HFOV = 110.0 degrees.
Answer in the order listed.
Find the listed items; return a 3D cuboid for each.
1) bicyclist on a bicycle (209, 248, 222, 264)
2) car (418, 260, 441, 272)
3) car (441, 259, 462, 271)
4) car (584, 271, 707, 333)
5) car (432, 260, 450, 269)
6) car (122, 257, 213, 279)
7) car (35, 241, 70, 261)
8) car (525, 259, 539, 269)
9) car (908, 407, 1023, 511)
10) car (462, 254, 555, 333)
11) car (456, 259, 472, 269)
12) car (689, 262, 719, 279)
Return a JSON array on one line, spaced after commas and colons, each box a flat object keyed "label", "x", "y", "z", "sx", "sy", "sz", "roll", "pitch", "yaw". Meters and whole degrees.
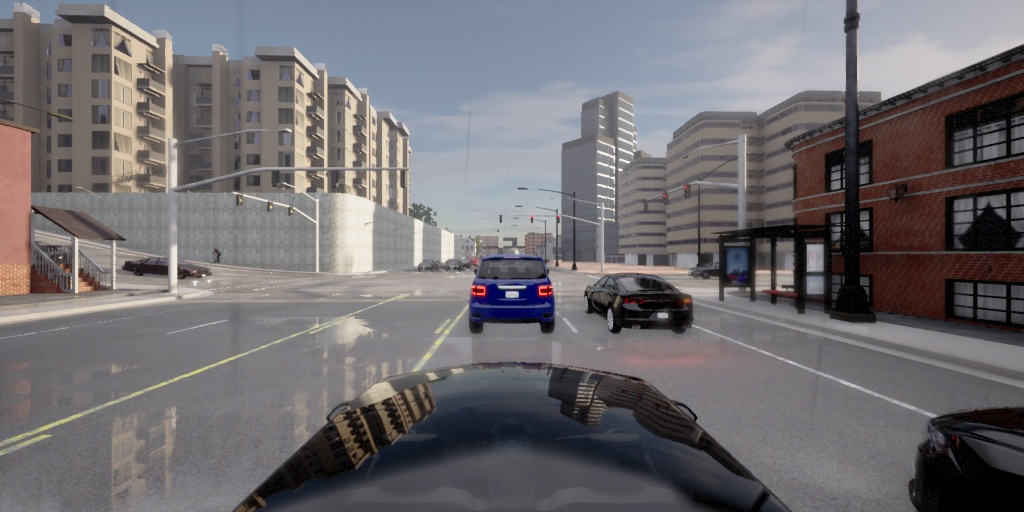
[{"label": "bicyclist on a bicycle", "x": -31.073, "y": 0.029, "z": 37.679, "sx": 0.582, "sy": 1.620, "sz": 1.656, "roll": 6, "pitch": 0, "yaw": 0}, {"label": "car", "x": -11.017, "y": 1.241, "z": 47.227, "sx": 2.128, "sy": 1.511, "sz": 4.902, "roll": 0, "pitch": 0, "yaw": 0}, {"label": "car", "x": -7.520, "y": 1.241, "z": 47.329, "sx": 2.128, "sy": 1.511, "sz": 4.902, "roll": 0, "pitch": 0, "yaw": 0}, {"label": "car", "x": 3.494, "y": 1.228, "z": 10.798, "sx": 1.882, "sy": 1.535, "sz": 5.008, "roll": 0, "pitch": 0, "yaw": 0}, {"label": "car", "x": -11.104, "y": 1.351, "z": 56.491, "sx": 1.895, "sy": 1.301, "sz": 4.718, "roll": 0, "pitch": 0, "yaw": 0}, {"label": "car", "x": -25.632, "y": 0.837, "z": 26.738, "sx": 5.357, "sy": 1.411, "sz": 2.033, "roll": 5, "pitch": 0, "yaw": -1}, {"label": "car", "x": -35.482, "y": -0.392, "z": 26.615, "sx": 4.181, "sy": 1.385, "sz": 1.994, "roll": 10, "pitch": 0, "yaw": -1}, {"label": "car", "x": 3.083, "y": 1.275, "z": 55.668, "sx": 1.812, "sy": 1.442, "sz": 4.674, "roll": 0, "pitch": 0, "yaw": 0}, {"label": "car", "x": 3.608, "y": 1.240, "z": 0.350, "sx": 2.128, "sy": 1.511, "sz": 4.902, "roll": 0, "pitch": 0, "yaw": 0}, {"label": "car", "x": -0.007, "y": 0.971, "z": 10.858, "sx": 2.150, "sy": 2.045, "sz": 5.566, "roll": 0, "pitch": 0, "yaw": 0}, {"label": "car", "x": -7.602, "y": 1.228, "z": 56.760, "sx": 1.882, "sy": 1.535, "sz": 5.008, "roll": 0, "pitch": 0, "yaw": 0}, {"label": "car", "x": 17.840, "y": 1.241, "z": 30.990, "sx": 4.902, "sy": 1.511, "sz": 2.128, "roll": 0, "pitch": 0, "yaw": -1}]
